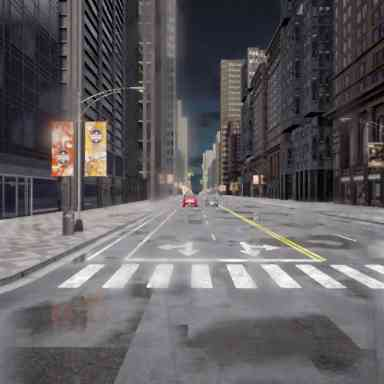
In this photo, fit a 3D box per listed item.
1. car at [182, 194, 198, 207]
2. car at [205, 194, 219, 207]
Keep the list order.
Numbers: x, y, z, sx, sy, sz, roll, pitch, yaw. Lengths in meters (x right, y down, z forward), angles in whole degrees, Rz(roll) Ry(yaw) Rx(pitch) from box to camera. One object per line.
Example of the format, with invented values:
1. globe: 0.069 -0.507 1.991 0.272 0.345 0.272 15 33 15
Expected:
1. car: -0.286 1.264 51.188 2.150 2.045 5.566 0 0 0
2. car: 2.964 1.537 51.193 2.128 1.511 4.902 0 0 0
